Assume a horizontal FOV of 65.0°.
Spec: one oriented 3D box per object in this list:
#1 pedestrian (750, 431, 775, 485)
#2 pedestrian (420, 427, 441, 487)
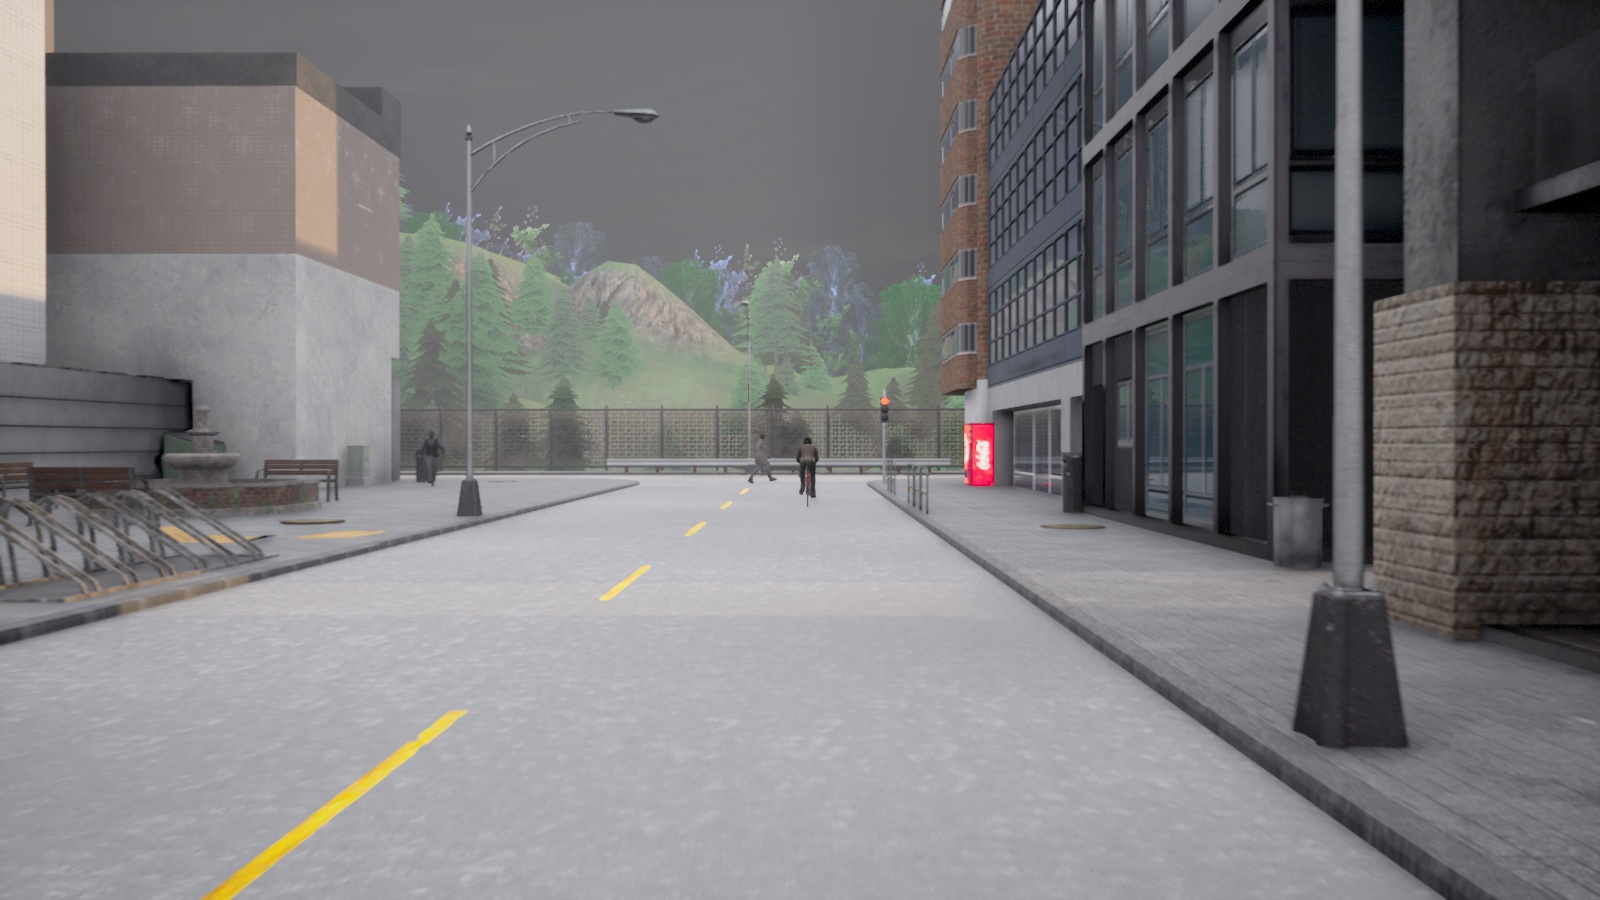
[{"bbox_3d":[-1.369,0.286,46.075,0.873,1.952,0.659,0,0,0],"label":"pedestrian"},{"bbox_3d":[-11.782,0.226,40.038,0.563,1.883,0.849,0,0,-12],"label":"pedestrian"}]
